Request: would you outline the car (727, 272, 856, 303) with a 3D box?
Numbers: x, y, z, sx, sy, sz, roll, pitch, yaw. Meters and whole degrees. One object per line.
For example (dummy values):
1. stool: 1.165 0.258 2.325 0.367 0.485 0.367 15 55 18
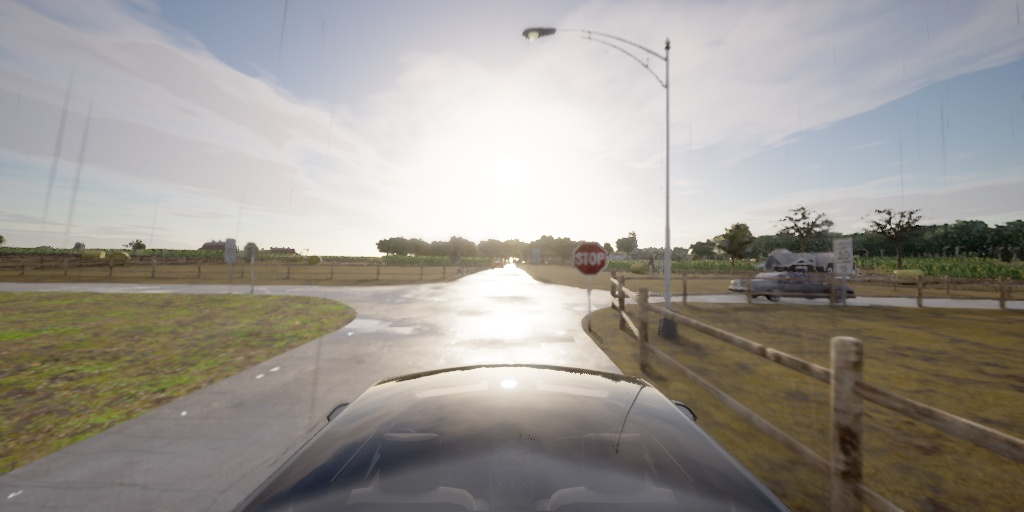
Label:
1. car: 13.934 1.539 18.068 5.357 1.411 2.033 1 -2 0
